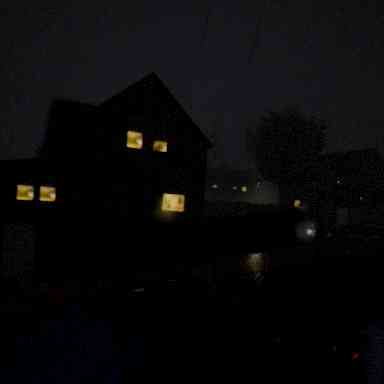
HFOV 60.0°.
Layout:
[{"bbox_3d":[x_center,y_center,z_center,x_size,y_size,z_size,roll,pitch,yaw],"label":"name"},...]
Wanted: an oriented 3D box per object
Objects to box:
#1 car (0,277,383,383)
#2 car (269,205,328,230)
[{"bbox_3d":[-0.280,1.562,2.740,5.357,1.411,2.033,1,0,-34],"label":"car"},{"bbox_3d":[6.468,1.622,21.953,1.882,1.535,5.008,4,-3,-33],"label":"car"}]
